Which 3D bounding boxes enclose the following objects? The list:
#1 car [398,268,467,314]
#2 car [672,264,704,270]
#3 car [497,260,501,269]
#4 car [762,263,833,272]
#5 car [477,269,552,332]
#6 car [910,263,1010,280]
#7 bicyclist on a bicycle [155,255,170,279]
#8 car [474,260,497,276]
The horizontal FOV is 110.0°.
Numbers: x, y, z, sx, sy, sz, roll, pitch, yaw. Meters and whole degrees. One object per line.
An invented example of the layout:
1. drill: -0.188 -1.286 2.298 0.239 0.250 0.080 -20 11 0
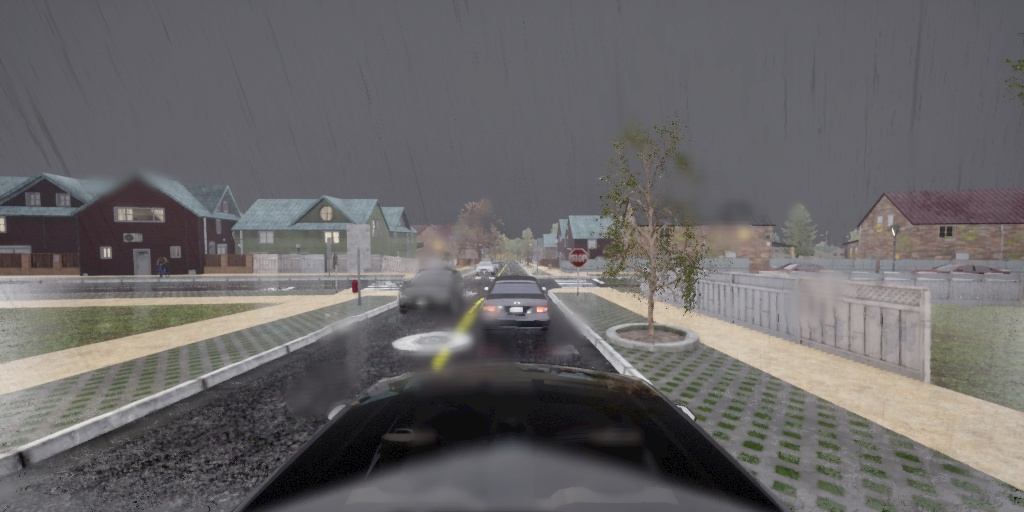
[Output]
1. car: -2.849 1.245 13.759 1.837 1.490 4.892 0 0 0
2. car: 12.509 1.242 27.134 4.181 1.385 1.994 0 3 2
3. car: -2.838 1.388 49.215 1.895 1.301 4.718 0 0 0
4. car: 21.090 1.232 26.571 4.674 1.442 1.812 0 3 6
5. car: 0.103 1.291 10.820 2.033 1.411 5.357 0 0 0
6. car: 31.227 1.257 25.136 5.008 1.535 1.882 0 3 11
7. bicyclist on a bicycle: -24.880 0.759 25.544 0.582 1.620 1.656 0 3 -16
8. car: -2.806 1.287 37.746 1.812 1.442 4.674 0 0 -2
